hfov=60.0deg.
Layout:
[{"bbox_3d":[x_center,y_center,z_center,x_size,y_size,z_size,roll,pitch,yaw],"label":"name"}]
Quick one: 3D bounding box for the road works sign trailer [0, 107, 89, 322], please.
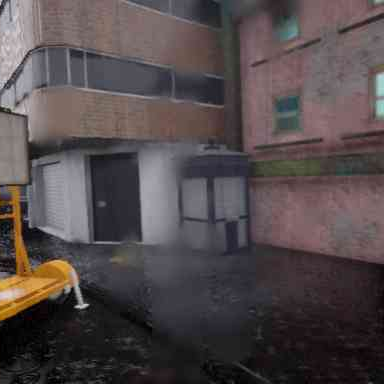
[{"bbox_3d":[-3.600,0.348,5.233,2.880,3.560,2.380,-2,3,16],"label":"road works sign trailer"}]
